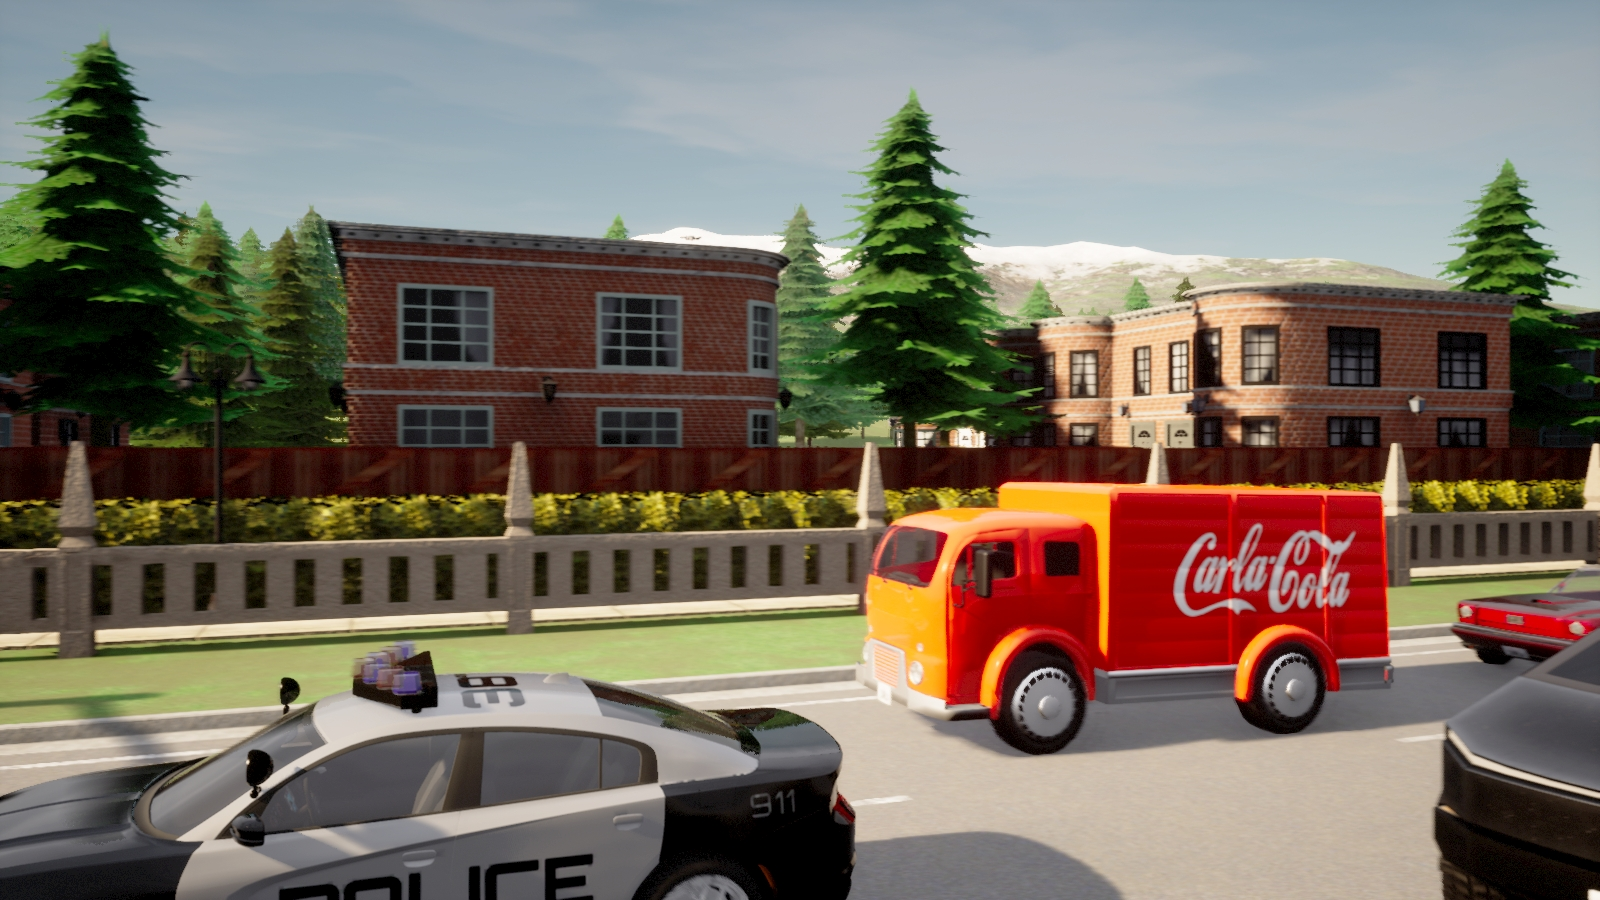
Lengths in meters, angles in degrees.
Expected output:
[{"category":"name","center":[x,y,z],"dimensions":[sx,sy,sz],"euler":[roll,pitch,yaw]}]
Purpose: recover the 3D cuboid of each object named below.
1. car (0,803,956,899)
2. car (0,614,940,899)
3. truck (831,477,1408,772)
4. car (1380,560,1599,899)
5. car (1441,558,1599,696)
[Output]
[{"category":"car","center":[-1.538,2.065,2.740],"dimensions":[4.193,1.474,1.816],"euler":[0,0,-20]},{"category":"car","center":[-2.062,1.982,6.273],"dimensions":[5.238,1.638,2.097],"euler":[0,0,-20]},{"category":"truck","center":[3.250,1.580,11.926],"dimensions":[5.204,2.467,2.627],"euler":[1,0,-20]},{"category":"car","center":[6.381,1.748,6.639],"dimensions":[6.274,2.098,2.390],"euler":[0,0,-31]},{"category":"car","center":[10.839,2.146,14.700],"dimensions":[4.718,1.301,1.895],"euler":[0,0,-20]}]
